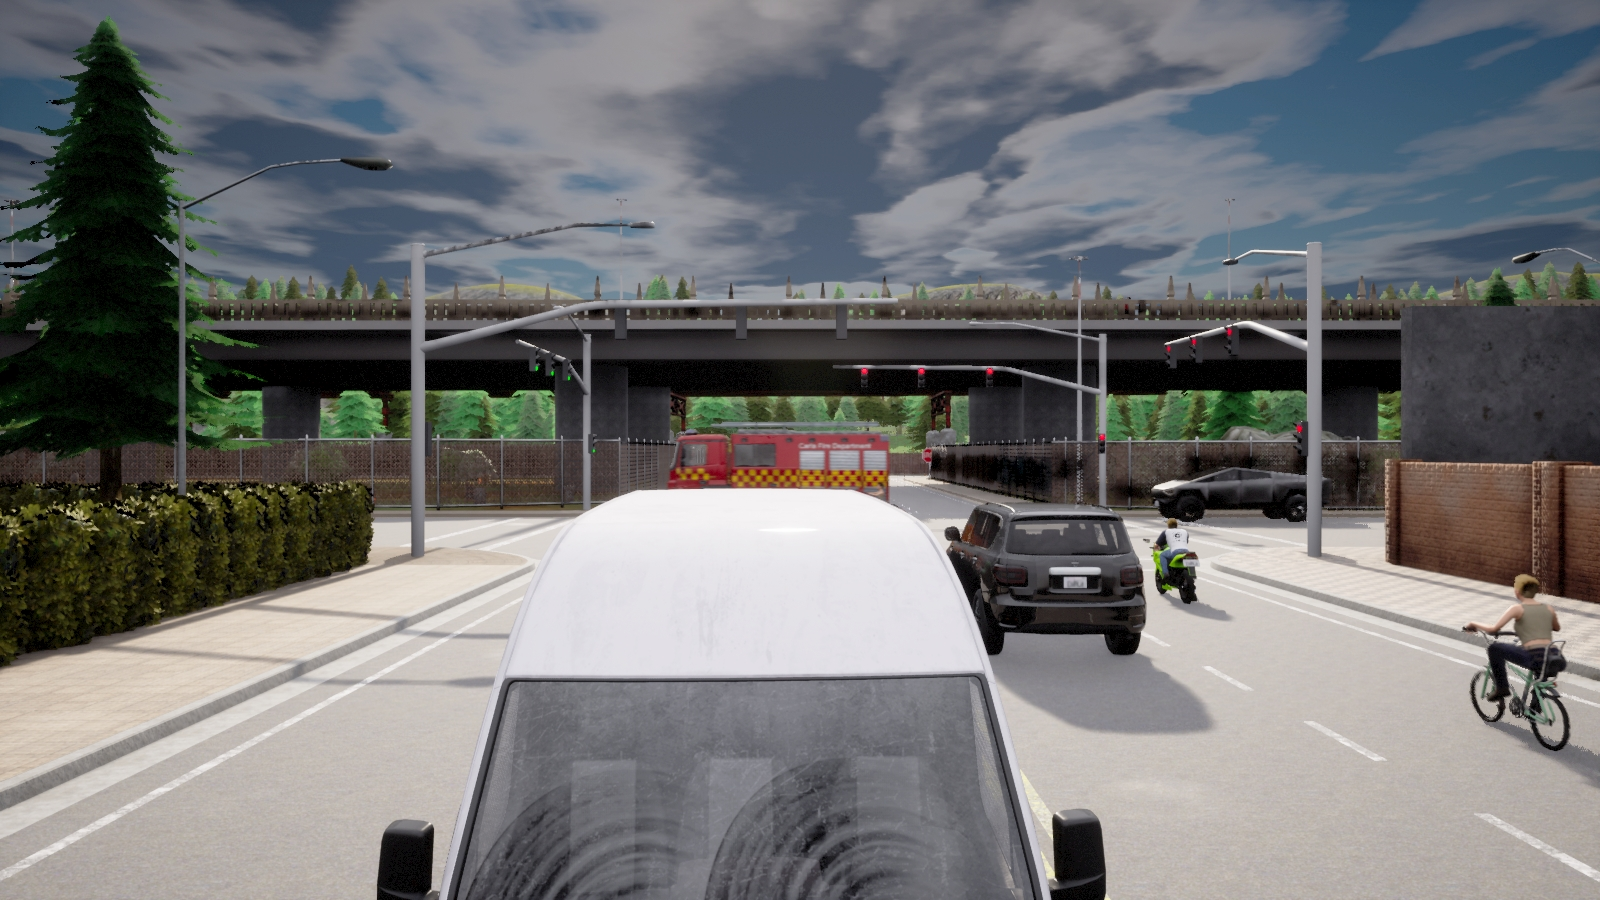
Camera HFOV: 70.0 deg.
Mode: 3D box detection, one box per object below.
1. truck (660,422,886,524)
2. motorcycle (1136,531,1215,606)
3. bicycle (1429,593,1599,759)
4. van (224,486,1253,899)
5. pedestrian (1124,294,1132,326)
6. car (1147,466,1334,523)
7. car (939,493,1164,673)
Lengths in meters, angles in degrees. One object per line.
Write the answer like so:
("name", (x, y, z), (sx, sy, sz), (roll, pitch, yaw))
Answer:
("truck", (-1.015, 0.863, 44.273), (8.468, 3.827, 2.891), (0, 0, 0))
("motorcycle", (6.995, 2.187, 21.401), (0.803, 1.199, 2.033), (0, 0, 0))
("bicycle", (7.013, 2.156, 11.180), (0.859, 1.276, 1.487), (0, 2, 0))
("van", (-0.245, 1.535, 5.164), (1.988, 2.561, 5.915), (0, 0, -3))
("pedestrian", (19.437, -8.300, 67.724), (0.375, 1.860, 0.375), (0, 0, 0))
("car", (16.844, 1.700, 43.984), (6.274, 2.098, 2.390), (0, 0, 0))
("car", (3.496, 1.780, 17.139), (2.150, 2.045, 5.566), (0, 0, 0))
